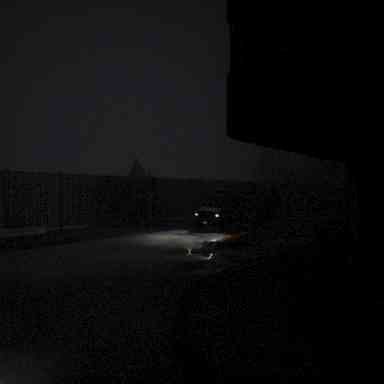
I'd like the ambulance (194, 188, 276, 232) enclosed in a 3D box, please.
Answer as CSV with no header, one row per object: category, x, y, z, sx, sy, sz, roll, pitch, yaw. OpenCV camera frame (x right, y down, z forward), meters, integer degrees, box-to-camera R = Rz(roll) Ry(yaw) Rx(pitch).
ambulance,2.787,0.992,20.720,2.351,2.431,6.366,0,0,41
